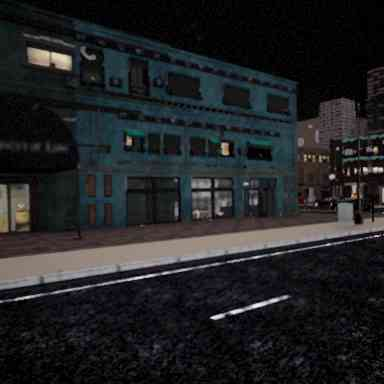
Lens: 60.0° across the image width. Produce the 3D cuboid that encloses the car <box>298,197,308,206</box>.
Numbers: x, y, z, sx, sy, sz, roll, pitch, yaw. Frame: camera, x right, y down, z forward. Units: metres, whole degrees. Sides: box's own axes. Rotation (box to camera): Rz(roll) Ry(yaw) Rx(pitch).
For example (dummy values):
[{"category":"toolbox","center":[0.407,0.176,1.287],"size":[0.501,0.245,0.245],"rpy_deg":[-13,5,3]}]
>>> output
[{"category":"car","center":[16.521,1.528,52.923],"size":[1.802,1.307,4.206],"rpy_deg":[-2,1,-35]}]

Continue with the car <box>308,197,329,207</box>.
[{"category":"car","center":[19.730,1.434,48.413],"size":[2.008,1.369,4.403],"rpy_deg":[-2,1,-35]}]

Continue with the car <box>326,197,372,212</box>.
[{"category":"car","center":[17.645,1.511,36.685],"size":[1.947,1.339,4.313],"rpy_deg":[-2,1,-35]}]
